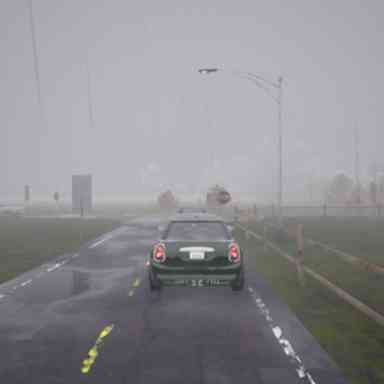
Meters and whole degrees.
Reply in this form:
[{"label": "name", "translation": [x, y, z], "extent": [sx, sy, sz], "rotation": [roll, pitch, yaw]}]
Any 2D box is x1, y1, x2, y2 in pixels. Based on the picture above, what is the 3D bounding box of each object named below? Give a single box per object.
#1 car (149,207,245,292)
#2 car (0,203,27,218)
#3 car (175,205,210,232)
[{"label": "car", "translation": [0.104, 1.352, 9.093], "extent": [2.097, 1.767, 4.553], "rotation": [0, 0, 0]}, {"label": "car", "translation": [-17.832, 1.650, 30.522], "extent": [4.718, 1.301, 1.895], "rotation": [0, 0, 1]}, {"label": "car", "translation": [-0.066, 1.603, 21.070], "extent": [1.895, 1.301, 4.718], "rotation": [0, 0, -4]}]
